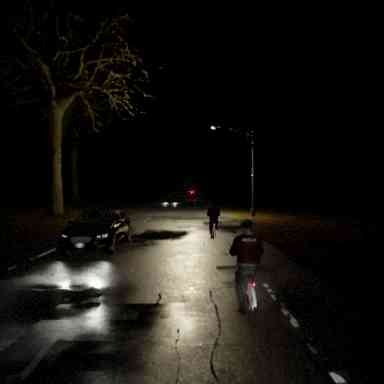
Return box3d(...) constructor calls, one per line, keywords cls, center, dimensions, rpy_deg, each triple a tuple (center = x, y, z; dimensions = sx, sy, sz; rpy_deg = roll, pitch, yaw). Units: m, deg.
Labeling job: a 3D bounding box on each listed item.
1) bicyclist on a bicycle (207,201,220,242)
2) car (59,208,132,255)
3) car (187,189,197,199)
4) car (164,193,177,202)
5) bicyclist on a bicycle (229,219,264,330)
box3d(cls="bicyclist on a bicycle", center=(0.963, 1.300, 14.966), dimensions=(0.659, 1.776, 1.843), rpy_deg=(0, 1, 0))
box3d(cls="car", center=(-3.600, 1.435, 13.128), dimensions=(2.128, 1.511, 4.902), rpy_deg=(0, 0, 0))
box3d(cls="car", center=(0.000, 0.625, 67.187), dimensions=(2.128, 1.511, 4.902), rpy_deg=(0, 1, 0))
box3d(cls="car", center=(-3.578, 0.877, 55.543), dimensions=(1.882, 1.535, 5.008), rpy_deg=(0, 1, 0))
box3d(cls="bicyclist on a bicycle", center=(0.963, 1.352, 5.979), dimensions=(0.659, 1.776, 1.843), rpy_deg=(0, 0, 0))
